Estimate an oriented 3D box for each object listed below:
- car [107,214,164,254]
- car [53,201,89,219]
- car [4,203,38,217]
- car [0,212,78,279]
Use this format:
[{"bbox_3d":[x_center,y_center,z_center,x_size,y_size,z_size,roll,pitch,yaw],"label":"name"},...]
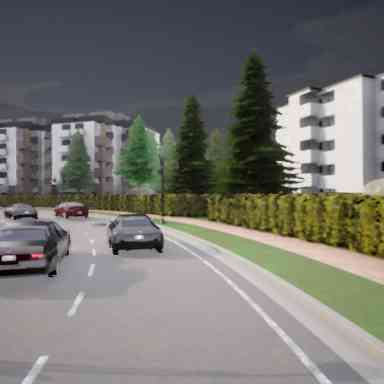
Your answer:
[{"bbox_3d":[-2.455,1.590,13.811,1.994,1.385,4.181,0,0,-16],"label":"car"},{"bbox_3d":[-10.879,1.573,29.730,1.882,1.535,5.008,0,0,-38],"label":"car"},{"bbox_3d":[-15.147,1.691,29.361,1.994,1.385,4.181,0,0,-41],"label":"car"},{"bbox_3d":[-4.863,1.589,10.144,2.033,1.411,5.357,0,0,-14],"label":"car"}]
